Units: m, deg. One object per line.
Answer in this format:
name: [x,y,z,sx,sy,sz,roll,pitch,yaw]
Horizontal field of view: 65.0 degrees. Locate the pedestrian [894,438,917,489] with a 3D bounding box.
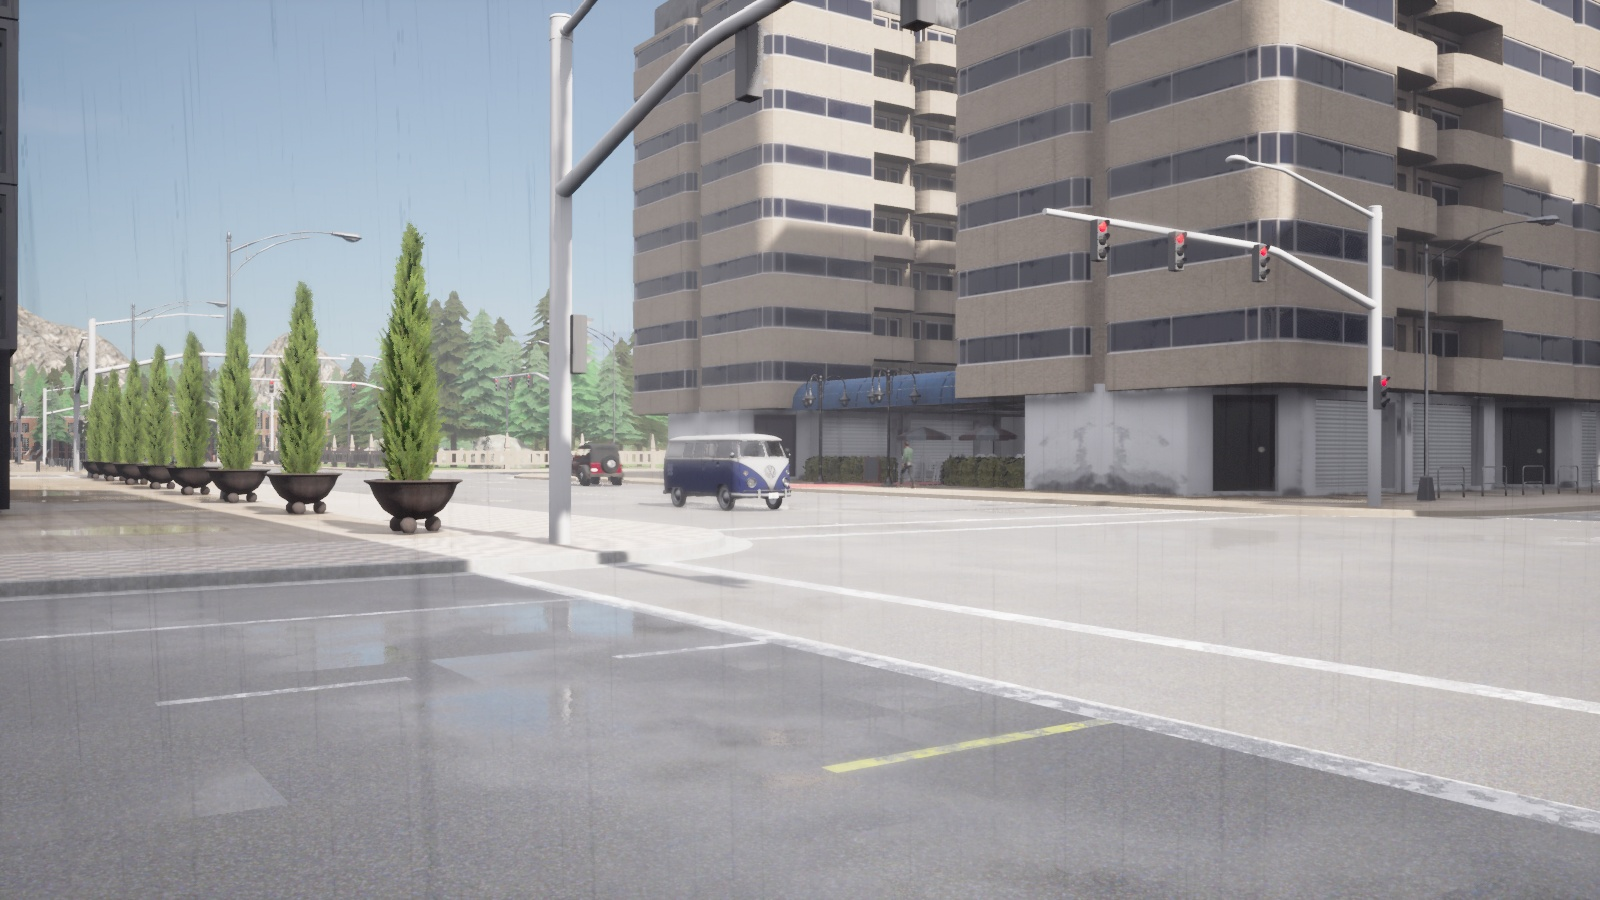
pedestrian: [4.011,0.512,47.724,0.423,1.949,0.788,0,0,-37]

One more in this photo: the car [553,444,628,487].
car: [-9.535,0.701,57.066,1.905,1.878,3.866,0,0,-35]

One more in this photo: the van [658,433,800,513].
van: [-1.986,0.584,33.753,1.775,1.987,4.442,0,0,-35]
